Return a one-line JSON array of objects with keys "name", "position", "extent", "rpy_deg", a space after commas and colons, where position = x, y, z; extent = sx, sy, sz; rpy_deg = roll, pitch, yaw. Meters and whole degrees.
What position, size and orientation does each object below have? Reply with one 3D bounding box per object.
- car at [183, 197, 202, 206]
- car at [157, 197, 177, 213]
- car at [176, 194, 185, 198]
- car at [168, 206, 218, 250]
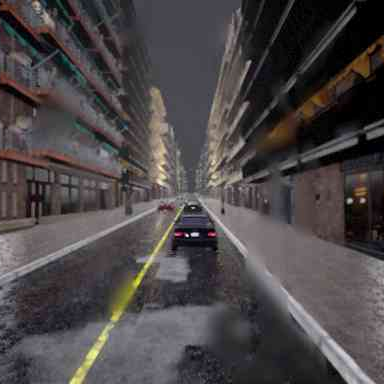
[{"name": "car", "position": [0.108, 1.573, 35.556], "extent": [1.994, 1.385, 4.181], "rpy_deg": [0, 0, 0]}, {"name": "car", "position": [-2.838, 1.609, 37.476], "extent": [1.895, 1.301, 4.718], "rpy_deg": [0, 0, 0]}, {"name": "car", "position": [-2.734, 1.193, 78.442], "extent": [1.882, 1.535, 5.008], "rpy_deg": [0, 0, 0]}, {"name": "car", "position": [0.103, 1.560, 14.344], "extent": [2.033, 1.411, 5.357], "rpy_deg": [0, 0, 0]}]
